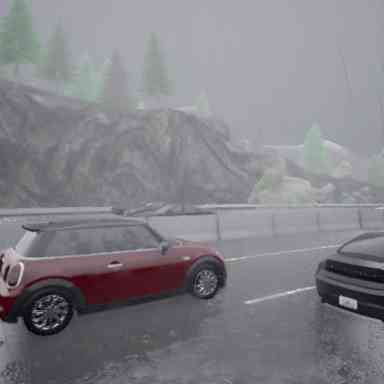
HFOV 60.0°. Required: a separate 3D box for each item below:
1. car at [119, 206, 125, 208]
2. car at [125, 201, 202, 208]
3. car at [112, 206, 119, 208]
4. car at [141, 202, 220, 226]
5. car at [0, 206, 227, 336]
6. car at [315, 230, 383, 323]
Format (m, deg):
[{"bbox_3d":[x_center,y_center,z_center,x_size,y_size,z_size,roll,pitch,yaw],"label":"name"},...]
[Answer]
[{"bbox_3d":[-3.090,1.464,26.725,4.674,1.442,1.812,0,0,-30],"label":"car"},{"bbox_3d":[-1.112,1.435,19.760,5.008,1.535,1.882,0,0,-31],"label":"car"},{"bbox_3d":[-4.778,1.527,29.815,4.718,1.301,1.895,0,0,-30],"label":"car"},{"bbox_3d":[-0.779,1.498,24.083,5.357,1.411,2.033,0,0,-30],"label":"car"},{"bbox_3d":[-1.439,1.333,6.859,4.553,1.767,2.097,0,0,-35],"label":"car"},{"bbox_3d":[4.517,1.507,6.576,4.892,1.490,1.837,0,0,-33],"label":"car"}]
